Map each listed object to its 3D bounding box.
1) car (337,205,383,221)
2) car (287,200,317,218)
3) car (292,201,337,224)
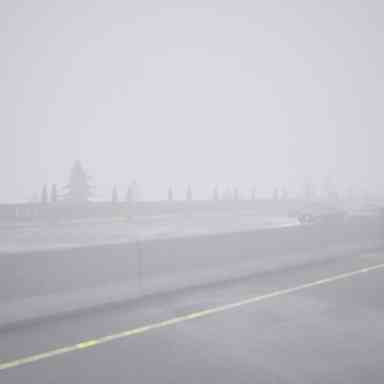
[{"bbox_3d":[11.338,1.519,20.669,4.674,1.442,1.812,0,0,-36],"label":"car"},{"bbox_3d":[10.131,1.497,28.422,4.892,1.490,1.837,0,0,-36],"label":"car"},{"bbox_3d":[9.402,1.558,23.595,4.181,1.385,1.994,0,0,-36],"label":"car"}]
